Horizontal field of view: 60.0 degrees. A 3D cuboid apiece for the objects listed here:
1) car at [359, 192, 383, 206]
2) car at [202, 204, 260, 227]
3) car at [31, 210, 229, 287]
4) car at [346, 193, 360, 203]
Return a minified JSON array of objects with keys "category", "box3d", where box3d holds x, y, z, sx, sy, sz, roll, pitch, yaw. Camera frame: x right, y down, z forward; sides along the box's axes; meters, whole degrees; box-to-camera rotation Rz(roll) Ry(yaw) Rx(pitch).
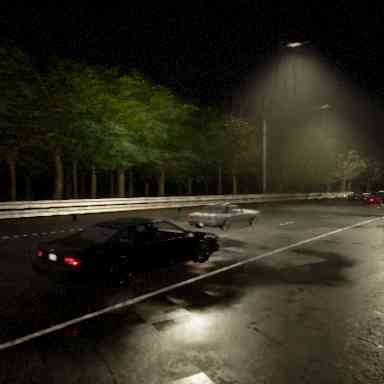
[{"category":"car","box3d":[23.314,0.961,42.182,1.994,1.385,4.181,1,1,44]},{"category":"car","box3d":[1.910,1.328,18.463,1.895,1.301,4.718,1,1,40]},{"category":"car","box3d":[-1.393,1.415,9.062,2.033,1.411,5.357,1,1,39]},{"category":"car","box3d":[24.036,0.852,48.054,5.357,1.411,2.033,-1,1,-44]}]
